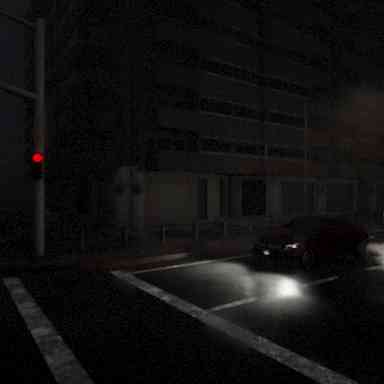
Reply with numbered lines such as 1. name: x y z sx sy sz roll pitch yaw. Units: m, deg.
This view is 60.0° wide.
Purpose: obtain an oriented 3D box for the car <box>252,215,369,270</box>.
1. car: 4.110 1.516 11.149 4.674 1.442 1.812 0 0 -35
